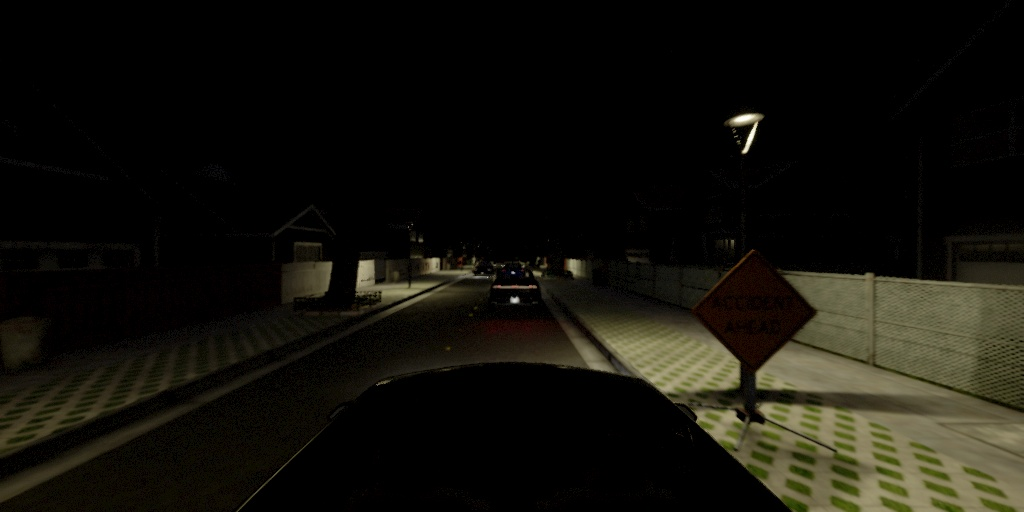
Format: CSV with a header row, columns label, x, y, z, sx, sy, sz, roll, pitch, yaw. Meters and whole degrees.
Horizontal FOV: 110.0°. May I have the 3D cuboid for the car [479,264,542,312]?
label,x,y,z,sx,sy,sz,roll,pitch,yaw
car,0.097,1.217,13.987,2.128,1.511,4.902,0,0,0

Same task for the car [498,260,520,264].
label,x,y,z,sx,sy,sz,roll,pitch,yaw
car,0.102,1.263,29.806,1.994,1.385,4.181,0,0,0

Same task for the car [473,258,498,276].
label,x,y,z,sx,sy,sz,roll,pitch,yaw
car,-2.837,1.237,36.861,2.033,1.411,5.357,0,0,0

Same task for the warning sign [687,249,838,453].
label,x,y,z,sx,sy,sz,roll,pitch,yaw
warning sign,2.517,0.861,3.799,1.300,1.860,1.060,0,0,0
